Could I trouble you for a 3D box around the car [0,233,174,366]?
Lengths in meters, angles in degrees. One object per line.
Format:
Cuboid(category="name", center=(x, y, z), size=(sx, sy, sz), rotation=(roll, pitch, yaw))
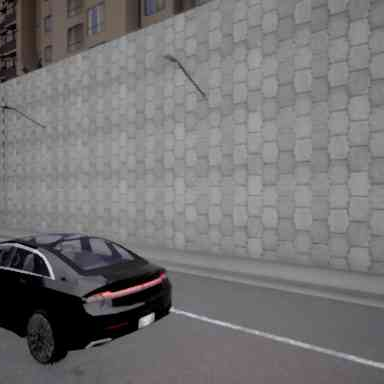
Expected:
Cuboid(category="car", center=(-2.573, 1.489, 5.830), size=(4.902, 1.511, 2.128), rotation=(0, 0, 36))
